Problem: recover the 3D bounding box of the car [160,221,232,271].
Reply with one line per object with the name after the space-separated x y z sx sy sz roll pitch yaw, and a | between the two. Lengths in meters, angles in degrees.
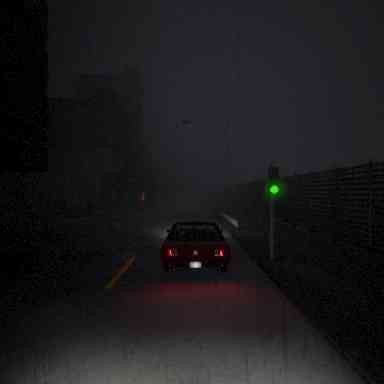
0.100 1.601 10.844 1.895 1.301 4.718 0 0 0 | car
